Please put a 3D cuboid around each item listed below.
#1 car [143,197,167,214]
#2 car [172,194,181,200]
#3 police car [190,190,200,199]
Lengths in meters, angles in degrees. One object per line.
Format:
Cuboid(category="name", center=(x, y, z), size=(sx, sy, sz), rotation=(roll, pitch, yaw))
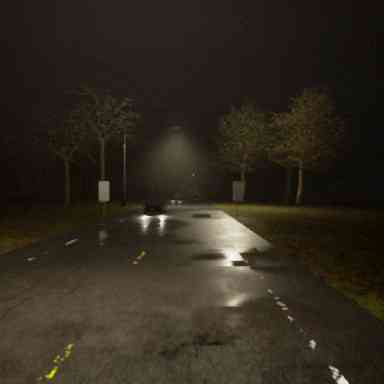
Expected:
Cuboid(category="car", center=(-3.571, 1.314, 32.712), size=(1.882, 1.535, 5.008), rotation=(0, 0, 0))
Cuboid(category="car", center=(-3.444, 1.090, 74.680), size=(1.812, 1.442, 4.674), rotation=(0, 0, 0))
Cuboid(category="police car", center=(1.114, 0.959, 85.624), size=(1.930, 1.638, 5.238), rotation=(0, 1, 0))
